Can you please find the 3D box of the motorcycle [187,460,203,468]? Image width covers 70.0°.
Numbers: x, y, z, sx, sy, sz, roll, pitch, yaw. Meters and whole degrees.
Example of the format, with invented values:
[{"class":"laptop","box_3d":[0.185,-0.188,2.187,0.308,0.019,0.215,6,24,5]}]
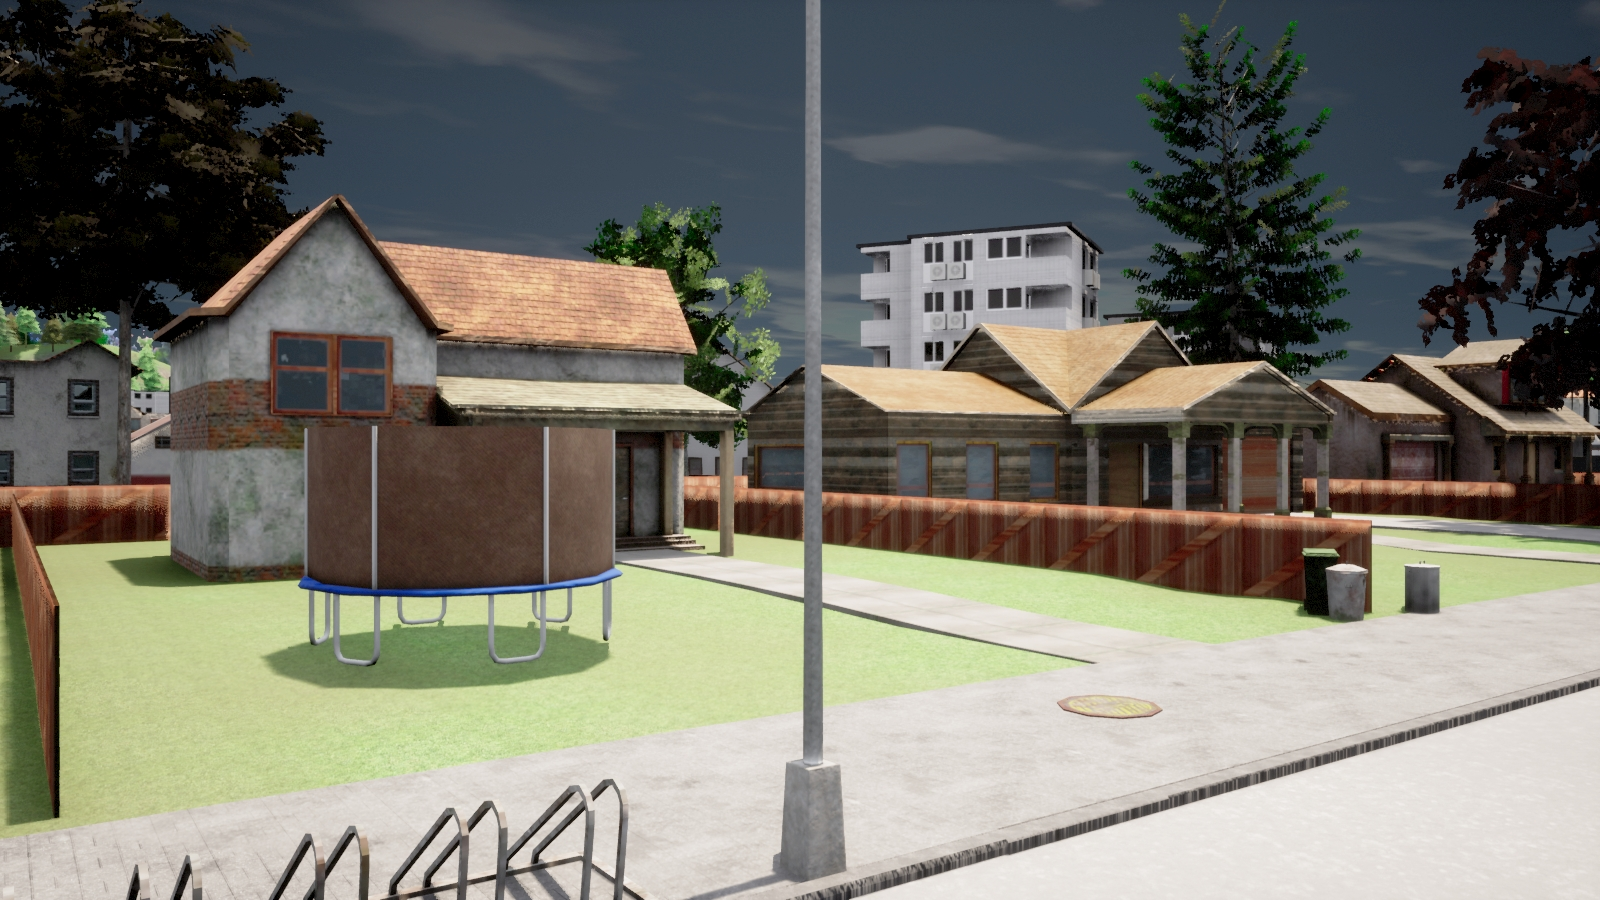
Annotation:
[{"class":"motorcycle","box_3d":[-96.017,2.186,181.324,2.033,1.199,0.803,0,0,-35]}]
